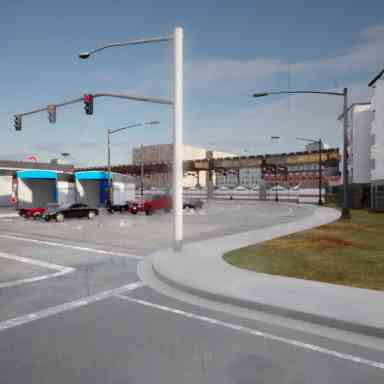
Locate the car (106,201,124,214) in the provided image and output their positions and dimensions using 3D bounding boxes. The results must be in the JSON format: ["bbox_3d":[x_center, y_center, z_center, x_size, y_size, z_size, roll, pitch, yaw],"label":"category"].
[{"bbox_3d":[-7.115,1.601,36.248,1.895,1.301,4.718,0,0,30],"label":"car"}]

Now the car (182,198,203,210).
[{"bbox_3d":[0.122,1.547,44.123,2.033,1.411,5.357,0,0,16],"label":"car"}]

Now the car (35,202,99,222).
[{"bbox_3d":[-9.603,1.526,26.509,1.812,1.442,4.674,0,0,36],"label":"car"}]

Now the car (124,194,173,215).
[{"bbox_3d":[-4.135,1.221,34.443,2.150,2.045,5.566,0,0,30],"label":"car"}]

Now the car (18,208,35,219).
[{"bbox_3d":[-12.305,1.601,28.693,1.895,1.301,4.718,0,0,37],"label":"car"}]

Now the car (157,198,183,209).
[{"bbox_3d":[-2.952,1.547,46.053,2.033,1.411,5.357,0,0,15],"label":"car"}]
